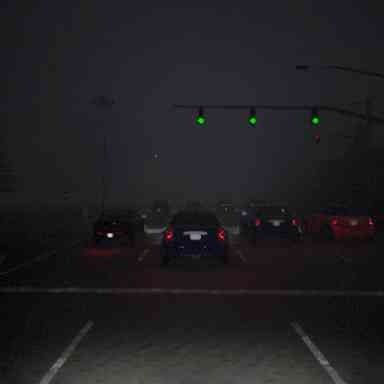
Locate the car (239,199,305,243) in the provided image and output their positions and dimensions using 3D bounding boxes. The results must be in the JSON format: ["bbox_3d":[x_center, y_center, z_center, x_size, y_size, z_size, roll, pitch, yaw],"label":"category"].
[{"bbox_3d":[3.606,1.382,16.327,2.097,1.767,4.553,0,0,0],"label":"car"}]

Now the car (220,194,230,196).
[{"bbox_3d":[7.022,1.355,71.855,2.150,2.045,5.566,0,0,0],"label":"car"}]

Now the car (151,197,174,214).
[{"bbox_3d":[-3.389,1.574,36.914,1.837,1.490,4.892,0,0,0],"label":"car"}]

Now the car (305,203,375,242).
[{"bbox_3d":[7.106,1.383,16.723,2.097,1.767,4.553,0,0,0],"label":"car"}]

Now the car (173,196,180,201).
[{"bbox_3d":[-3.478,1.608,71.828,1.882,1.535,5.008,0,0,0],"label":"car"}]

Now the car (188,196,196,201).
[{"bbox_3d":[0.024,1.577,80.194,1.895,1.301,4.718,0,0,0],"label":"car"}]

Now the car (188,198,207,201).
[{"bbox_3d":[0.110,1.608,32.629,2.033,1.411,5.357,0,0,0],"label":"car"}]

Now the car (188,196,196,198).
[{"bbox_3d":[0.021,1.648,70.160,1.812,1.442,4.674,0,0,0],"label":"car"}]

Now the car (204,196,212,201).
[{"bbox_3d":[3.522,1.673,72.659,2.033,1.411,5.357,0,0,0],"label":"car"}]

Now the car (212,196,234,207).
[{"bbox_3d":[3.613,1.575,37.635,1.837,1.490,4.892,0,0,0],"label":"car"}]

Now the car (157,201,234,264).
[{"bbox_3d":[0.104,1.375,12.071,2.097,1.767,4.553,0,0,0],"label":"car"}]

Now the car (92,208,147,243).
[{"bbox_3d":[-3.395,1.535,16.201,1.837,1.490,4.892,0,0,0],"label":"car"}]
